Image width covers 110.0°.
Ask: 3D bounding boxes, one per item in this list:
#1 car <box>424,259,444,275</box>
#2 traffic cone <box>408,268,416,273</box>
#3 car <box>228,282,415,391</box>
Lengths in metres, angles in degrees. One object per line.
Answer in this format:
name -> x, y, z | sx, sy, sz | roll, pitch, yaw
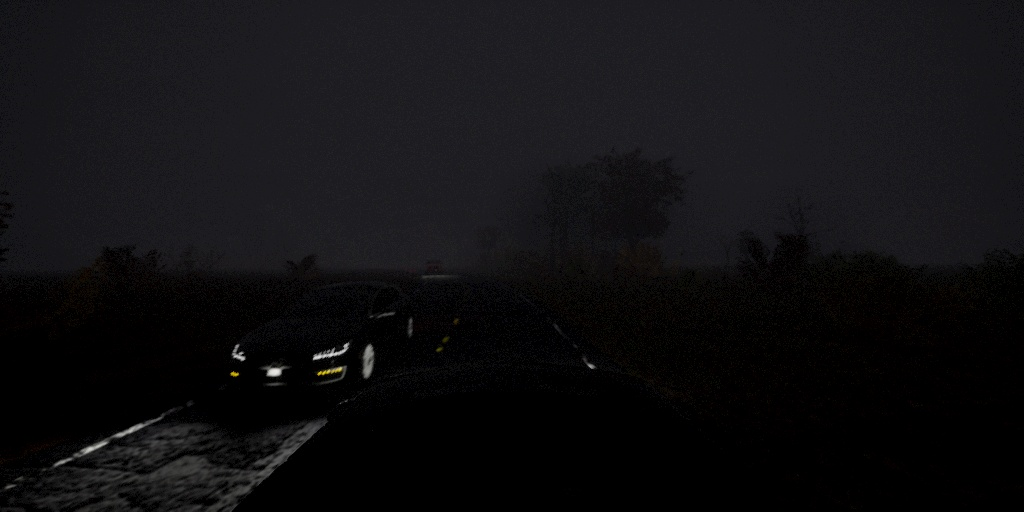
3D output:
car -> -10.217, 1.405, 46.852 | 2.150, 2.045, 5.566 | 0, -1, -17
traffic cone -> -14.536, 1.964, 51.896 | 0.340, 0.580, 0.340 | 0, 0, 2
car -> -3.282, 1.322, 7.222 | 1.837, 1.490, 4.892 | 0, 0, -3
